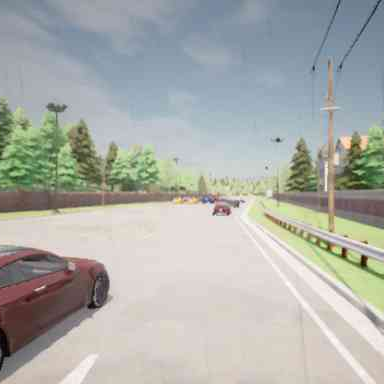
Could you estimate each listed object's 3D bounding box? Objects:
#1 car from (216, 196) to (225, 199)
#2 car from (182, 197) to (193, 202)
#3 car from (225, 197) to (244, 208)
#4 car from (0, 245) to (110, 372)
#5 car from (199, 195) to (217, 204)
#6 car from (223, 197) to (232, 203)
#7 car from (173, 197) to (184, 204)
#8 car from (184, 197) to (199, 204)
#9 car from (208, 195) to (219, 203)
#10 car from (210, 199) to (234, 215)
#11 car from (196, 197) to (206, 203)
[{"bbox_3d":[7.147,2.014,75.509,1.882,1.535,5.008,0,0,11],"label":"car"},{"bbox_3d":[-1.151,2.045,87.781,1.895,1.301,4.718,0,0,11],"label":"car"},{"bbox_3d":[7.406,1.914,58.084,2.128,1.511,4.902,0,0,11],"label":"car"},{"bbox_3d":[-2.963,1.558,5.170,1.812,1.442,4.674,0,0,11],"label":"car"},{"bbox_3d":[3.718,1.761,76.213,2.150,2.045,5.566,0,0,11],"label":"car"},{"bbox_3d":[9.153,2.048,85.765,1.895,1.301,4.718,0,0,11],"label":"car"},{"bbox_3d":[-3.158,2.011,77.526,1.882,1.535,5.008,0,0,11],"label":"car"},{"bbox_3d":[0.277,2.012,76.854,1.882,1.535,5.008,0,0,11],"label":"car"},{"bbox_3d":[5.719,1.677,86.440,2.150,2.045,5.566,0,0,11],"label":"car"},{"bbox_3d":[3.498,1.799,37.851,1.812,1.442,4.674,0,0,10],"label":"car"},{"bbox_3d":[2.278,2.003,87.080,1.994,1.385,4.181,0,0,11],"label":"car"}]
